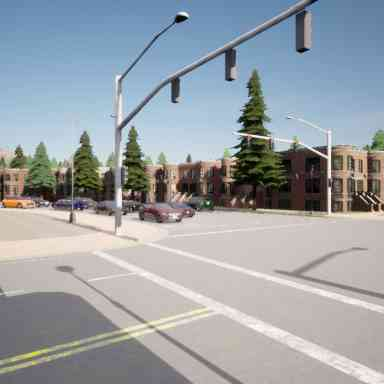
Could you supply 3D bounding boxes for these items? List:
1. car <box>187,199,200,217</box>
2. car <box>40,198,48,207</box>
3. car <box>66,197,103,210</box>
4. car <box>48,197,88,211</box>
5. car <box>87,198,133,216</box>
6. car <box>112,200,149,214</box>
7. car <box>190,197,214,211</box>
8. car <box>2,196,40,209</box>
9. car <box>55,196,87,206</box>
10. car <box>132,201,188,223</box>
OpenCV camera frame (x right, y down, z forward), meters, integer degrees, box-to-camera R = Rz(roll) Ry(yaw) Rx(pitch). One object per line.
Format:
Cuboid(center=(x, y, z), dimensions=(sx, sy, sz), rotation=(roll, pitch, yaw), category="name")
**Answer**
Cuboid(center=(-1.554, 1.566, 30.084), dimensions=(1.994, 1.385, 4.181), rotation=(0, 0, -37), category="car")
Cuboid(center=(-23.204, 1.493, 49.115), dimensions=(4.902, 1.511, 2.128), rotation=(0, 0, 23), category="car")
Cuboid(center=(-14.257, 1.493, 43.851), dimensions=(4.902, 1.511, 2.128), rotation=(0, 0, 36), category="car")
Cuboid(center=(-14.899, 1.602, 40.029), dimensions=(4.718, 1.301, 1.895), rotation=(0, 0, 38), category="car")
Cuboid(center=(-8.216, 1.549, 33.249), dimensions=(2.033, 1.411, 5.357), rotation=(0, 0, -38), category="car")
Cuboid(center=(-6.909, 1.603, 37.016), dimensions=(1.895, 1.301, 4.718), rotation=(0, 0, -41), category="car")
Cuboid(center=(0.492, 1.354, 39.368), dimensions=(2.097, 1.767, 4.553), rotation=(0, 0, -38), category="car")
Cuboid(center=(-23.617, 1.353, 45.435), dimensions=(4.553, 1.767, 2.097), rotation=(0, 0, 25), category="car")
Cuboid(center=(-20.149, 1.493, 55.482), dimensions=(4.902, 1.511, 2.128), rotation=(0, 0, 24), category="car")
Cuboid(center=(-2.544, 1.527, 25.565), dimensions=(1.812, 1.442, 4.674), rotation=(0, 0, -35), category="car")
